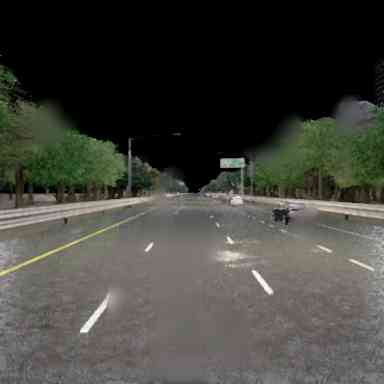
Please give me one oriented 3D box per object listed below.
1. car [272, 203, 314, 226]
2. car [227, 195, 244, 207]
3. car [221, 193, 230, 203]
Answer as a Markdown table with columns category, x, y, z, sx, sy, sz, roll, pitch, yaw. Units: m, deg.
| category | x | y | z | sx | sy | sz | roll | pitch | yaw |
| --- | --- | --- | --- | --- | --- | --- | --- | --- | --- |
| car | 7.034 | 1.505 | 23.638 | 2.128 | 1.511 | 4.902 | 0 | 0 | 0 |
| car | 7.164 | 1.563 | 53.414 | 1.812 | 1.442 | 4.674 | 0 | 0 | 0 |
| car | 7.278 | 1.386 | 70.104 | 2.097 | 1.767 | 4.553 | 0 | 0 | 0 |
